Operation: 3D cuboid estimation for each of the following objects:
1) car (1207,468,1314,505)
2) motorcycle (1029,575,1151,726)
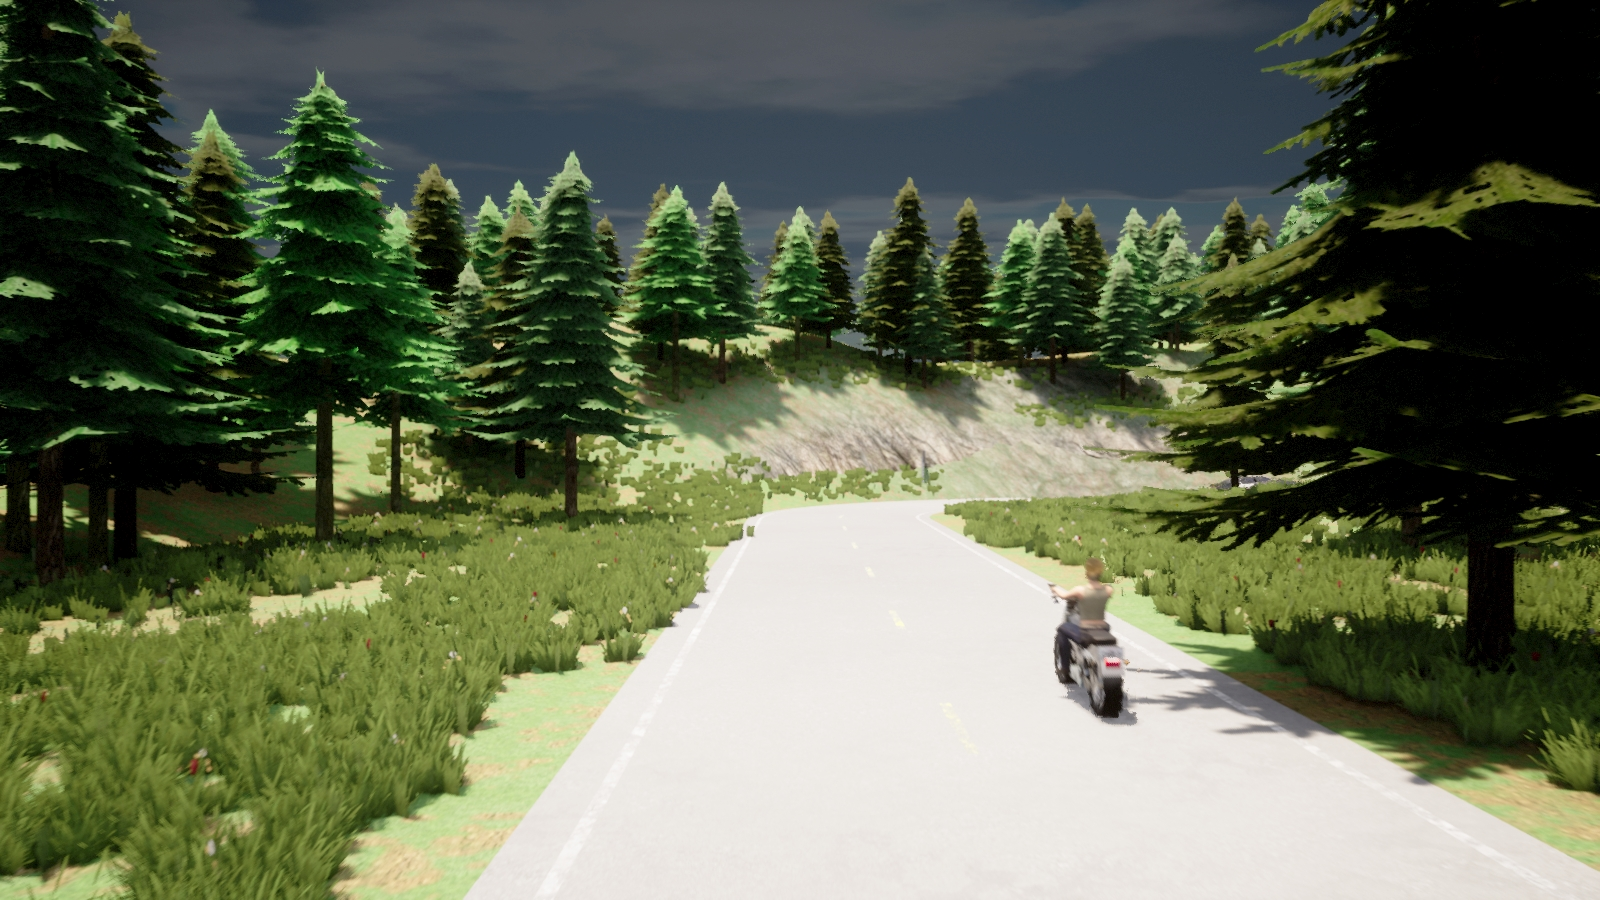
[{"bbox_3d":[25.378,2.005,63.069,4.974,1.542,2.038,-5,0,3],"label":"car"},{"bbox_3d":[3.186,2.167,12.790,0.764,1.277,2.356,0,0,0],"label":"motorcycle"}]
